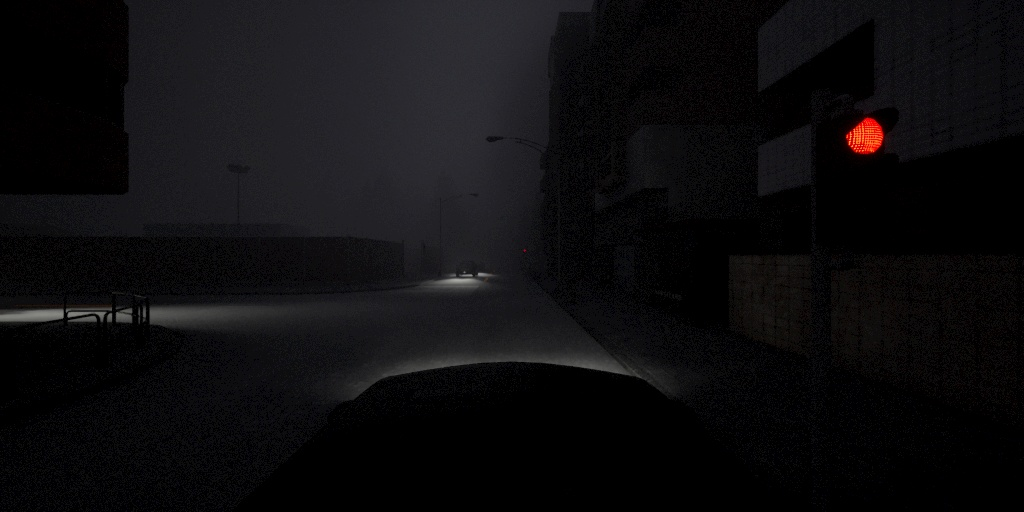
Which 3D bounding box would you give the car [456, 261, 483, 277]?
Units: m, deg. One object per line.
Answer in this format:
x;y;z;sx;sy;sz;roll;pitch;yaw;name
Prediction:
-4.410;1.242;35.665;2.128;1.511;4.902;0;0;0;car

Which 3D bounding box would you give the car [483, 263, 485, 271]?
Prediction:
-4.477;1.351;45.779;1.895;1.301;4.718;0;0;0;car
